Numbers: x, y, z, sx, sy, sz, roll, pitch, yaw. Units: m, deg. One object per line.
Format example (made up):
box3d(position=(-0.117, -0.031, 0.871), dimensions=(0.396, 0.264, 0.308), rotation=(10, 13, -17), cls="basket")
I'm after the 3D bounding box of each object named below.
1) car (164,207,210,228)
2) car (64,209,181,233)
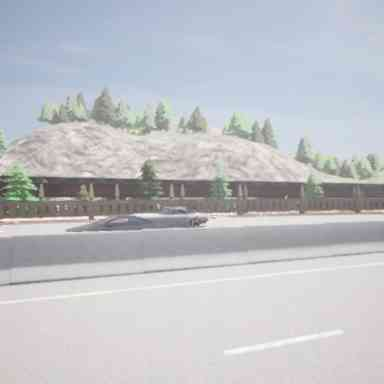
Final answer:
box3d(position=(-1.395, 1.593, 20.810), dimensions=(4.718, 1.301, 1.895), rotation=(0, 0, -20), cls="car")
box3d(position=(-2.836, 1.564, 12.814), dimensions=(4.181, 1.385, 1.994), rotation=(0, 0, -20), cls="car")
